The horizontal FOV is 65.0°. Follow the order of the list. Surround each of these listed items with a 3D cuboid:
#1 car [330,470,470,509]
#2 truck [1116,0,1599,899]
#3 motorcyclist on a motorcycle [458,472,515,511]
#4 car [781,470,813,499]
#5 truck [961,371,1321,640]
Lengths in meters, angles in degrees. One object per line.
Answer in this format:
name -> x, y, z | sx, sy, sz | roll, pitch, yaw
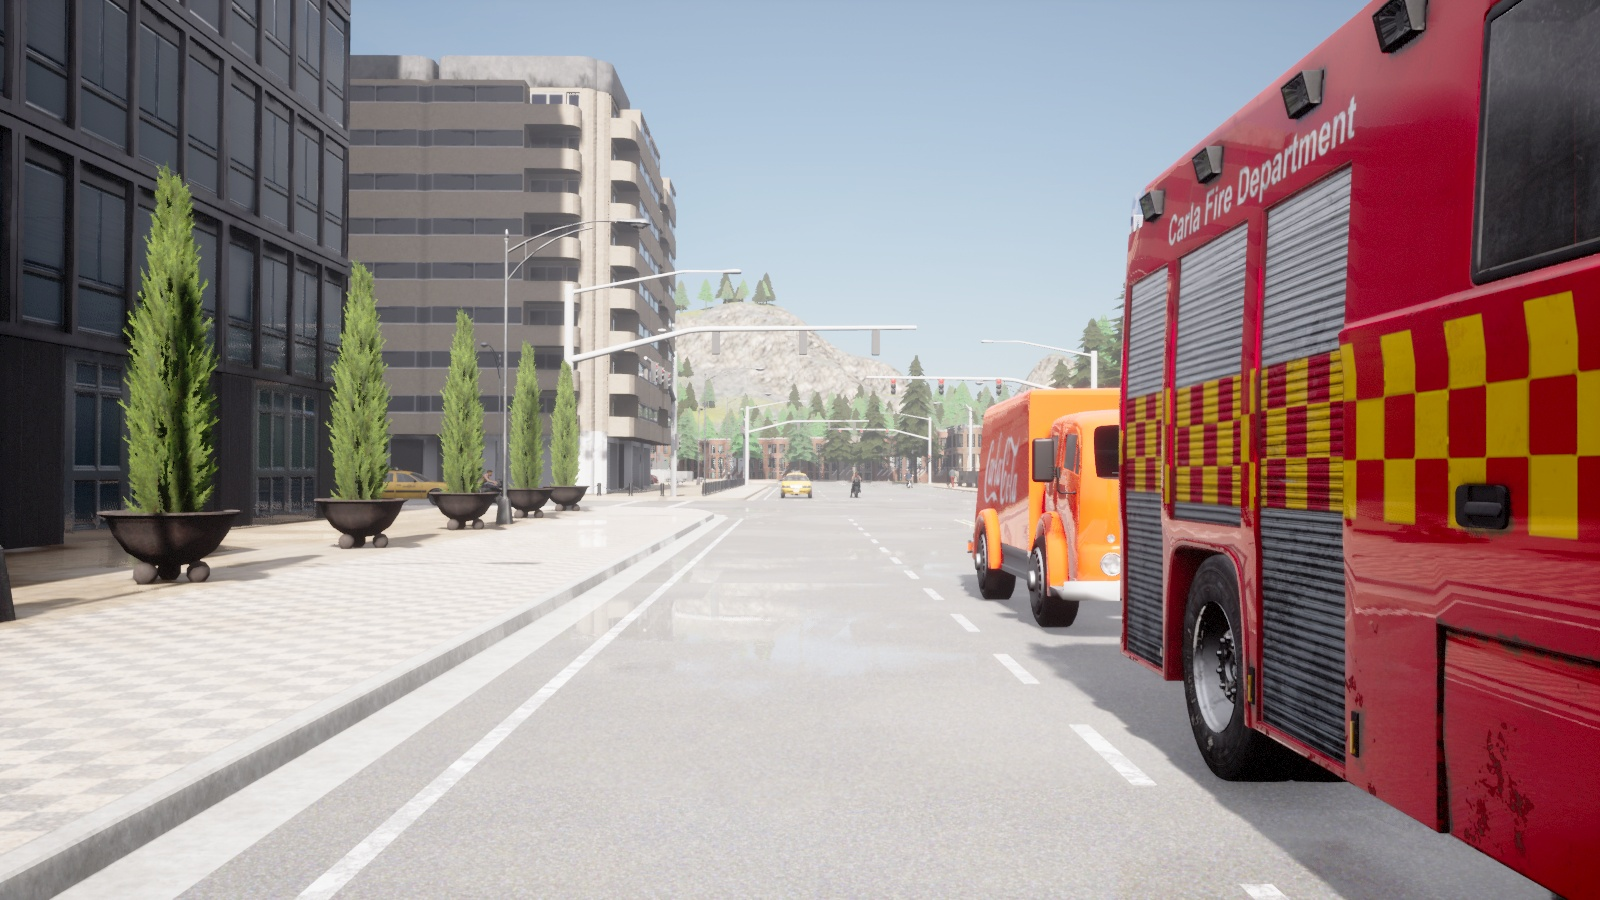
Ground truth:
car -> -16.922, 1.659, 53.309 | 5.366, 1.575, 1.801 | 0, -1, 0
truck -> 3.485, -0.301, 3.774 | 2.891, 3.827, 8.468 | 0, -1, 0
motorcyclist on a motorcycle -> -12.417, 1.625, 49.796 | 2.044, 1.523, 0.797 | 0, -1, 0
car -> -0.191, 1.982, 73.270 | 1.801, 1.575, 5.366 | 0, -1, 0
truck -> 3.465, 0.551, 14.149 | 2.627, 2.467, 5.204 | 0, -1, 0
